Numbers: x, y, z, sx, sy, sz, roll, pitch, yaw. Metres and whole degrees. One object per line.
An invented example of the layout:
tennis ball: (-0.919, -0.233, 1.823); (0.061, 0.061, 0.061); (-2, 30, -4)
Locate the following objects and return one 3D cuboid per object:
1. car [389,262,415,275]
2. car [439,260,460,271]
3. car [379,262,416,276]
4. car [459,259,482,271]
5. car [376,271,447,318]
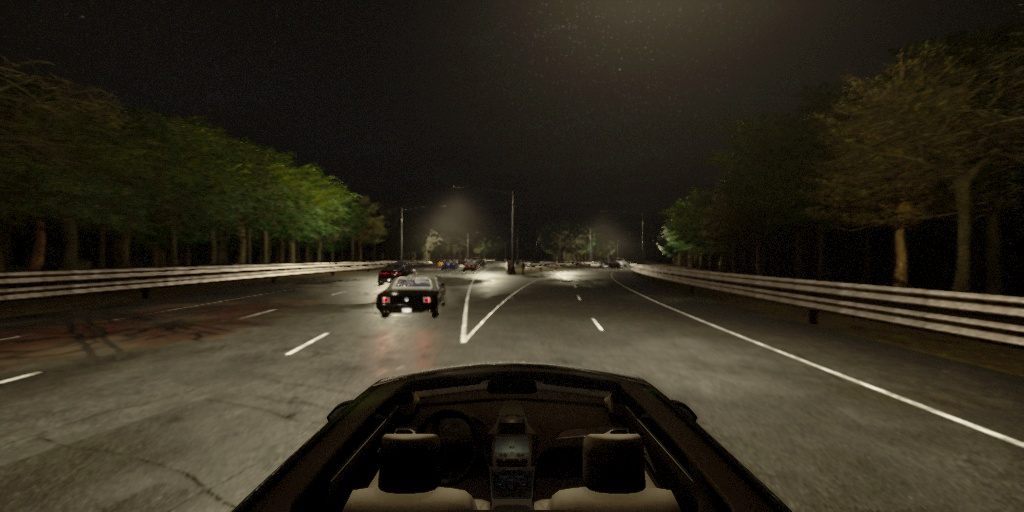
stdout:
car: (-12.676, 1.394, 41.716); (1.812, 1.442, 4.674); (0, 0, -3)
car: (-9.562, 1.331, 56.017); (2.097, 1.767, 4.553); (1, 0, -1)
car: (-8.066, 1.321, 25.499); (1.837, 1.490, 4.892); (0, -1, -5)
car: (-6.133, 1.545, 53.419); (2.033, 1.411, 5.357); (1, 0, -1)
car: (-3.446, 1.383, 13.155); (1.895, 1.301, 4.718); (1, 0, -6)
